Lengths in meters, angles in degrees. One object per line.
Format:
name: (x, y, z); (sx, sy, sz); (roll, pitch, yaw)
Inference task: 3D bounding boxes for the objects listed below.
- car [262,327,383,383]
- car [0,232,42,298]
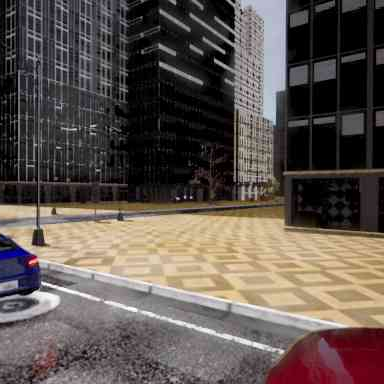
car: (2.436, 1.563, 1.938); (4.181, 1.385, 1.994); (0, 0, 35)
car: (-5.161, 1.532, 7.373); (4.674, 1.442, 1.812); (0, 0, 36)
